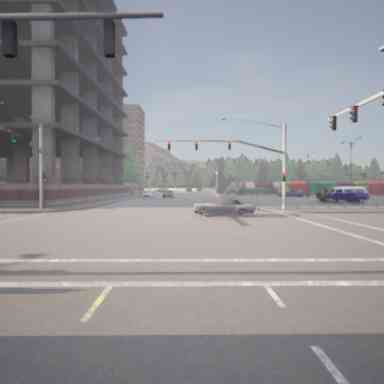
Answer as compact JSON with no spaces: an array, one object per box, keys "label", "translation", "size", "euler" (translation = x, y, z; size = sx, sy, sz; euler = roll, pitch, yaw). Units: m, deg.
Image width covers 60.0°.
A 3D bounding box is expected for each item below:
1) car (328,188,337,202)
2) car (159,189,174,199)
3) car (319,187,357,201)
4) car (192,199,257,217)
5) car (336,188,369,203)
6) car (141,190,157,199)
[{"label":"car","translation":[24.703,0.423,53.594],"size":[3.905,1.438,1.784],"euler":[0,1,0]},{"label":"car","translation":[-4.187,0.419,58.450],"size":[1.837,1.490,4.892],"euler":[0,1,0]},{"label":"car","translation":[24.657,0.163,56.273],"size":[4.605,1.855,1.932],"euler":[0,1,0]},{"label":"car","translation":[2.360,1.152,25.137],"size":[4.718,1.301,1.895],"euler":[0,1,0]},{"label":"car","translation":[24.697,0.508,50.700],"size":[3.806,1.475,1.970],"euler":[0,1,0]},{"label":"car","translation":[-7.686,0.442,58.411],"size":[1.812,1.442,4.674],"euler":[0,1,0]}]
